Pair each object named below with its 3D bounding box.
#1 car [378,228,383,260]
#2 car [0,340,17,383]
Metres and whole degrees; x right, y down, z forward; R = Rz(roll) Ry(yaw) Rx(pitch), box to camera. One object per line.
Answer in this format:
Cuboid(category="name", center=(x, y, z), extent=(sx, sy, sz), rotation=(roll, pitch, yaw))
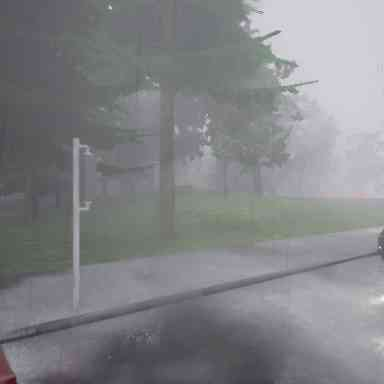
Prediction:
Cuboid(category="car", center=(8.219, 1.221, 10.726), extent=(5.566, 2.045, 2.150), rotation=(0, 0, -37))
Cuboid(category="car", center=(-3.727, 1.601, 1.874), extent=(4.718, 1.301, 1.895), rotation=(0, 0, -37))
